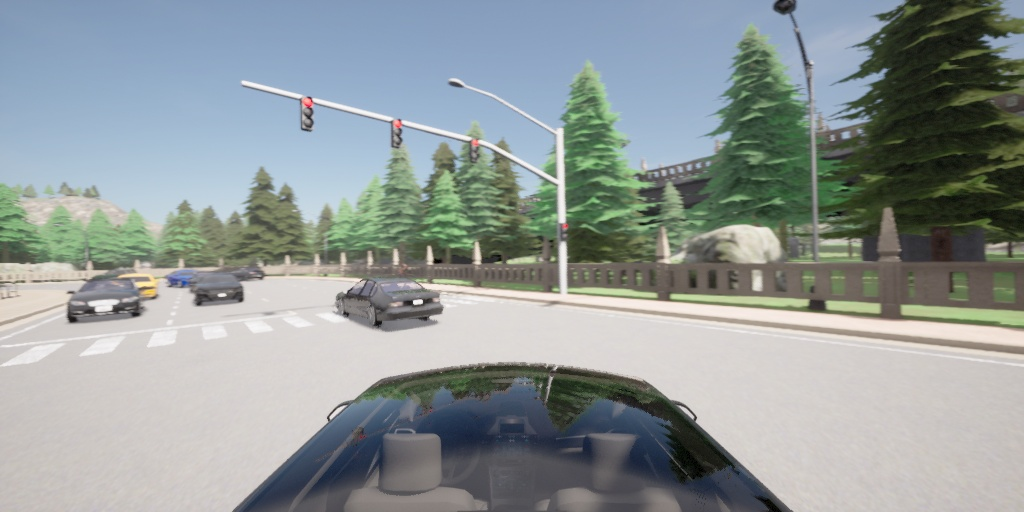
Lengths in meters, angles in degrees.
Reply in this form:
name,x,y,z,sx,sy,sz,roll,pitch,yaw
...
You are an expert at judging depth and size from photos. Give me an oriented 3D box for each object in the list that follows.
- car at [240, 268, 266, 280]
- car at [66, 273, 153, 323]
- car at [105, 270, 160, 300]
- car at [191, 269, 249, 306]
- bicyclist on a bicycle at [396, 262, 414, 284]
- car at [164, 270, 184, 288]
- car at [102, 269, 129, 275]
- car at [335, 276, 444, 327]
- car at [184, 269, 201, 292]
name,x,y,z,sx,sy,sz,roll,pitch,yaw
car,-30.543,2.101,41.341,4.902,1.511,2.128,-2,0,27
car,-16.373,1.677,14.633,2.128,1.511,4.902,-1,0,-44
car,-22.732,1.845,21.695,1.882,1.535,5.008,-1,0,-43
car,-15.567,1.648,19.020,1.882,1.535,5.008,-1,0,-42
bicyclist on a bicycle,-8.219,1.288,27.319,1.656,1.620,0.582,-2,0,-42
car,-29.544,2.046,32.618,5.008,1.535,1.882,-2,0,33
car,-46.606,2.395,42.269,4.553,1.767,2.097,-2,0,4
car,-4.317,1.405,12.087,2.033,1.411,5.357,-1,0,-41
car,-22.025,1.847,25.985,2.128,1.511,4.902,-1,0,-44
